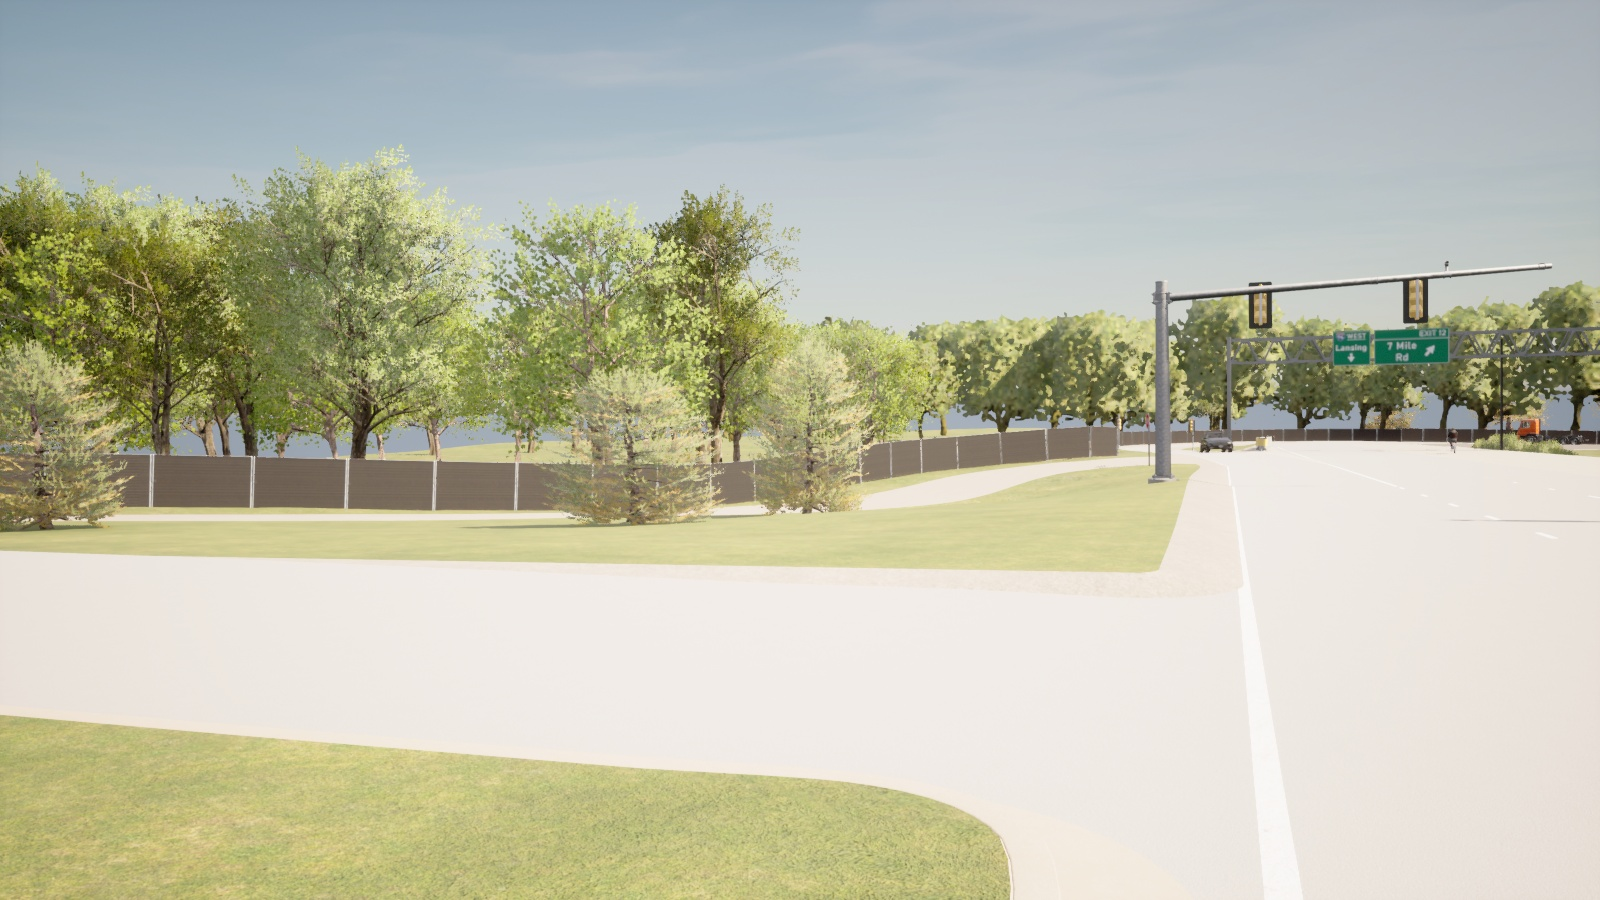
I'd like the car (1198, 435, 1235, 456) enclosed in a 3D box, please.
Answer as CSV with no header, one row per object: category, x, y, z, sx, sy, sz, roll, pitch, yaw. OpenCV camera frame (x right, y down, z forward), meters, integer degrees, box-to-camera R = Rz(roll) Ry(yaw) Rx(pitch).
car,29.161,-0.311,87.951,1.816,1.474,4.193,0,0,10
